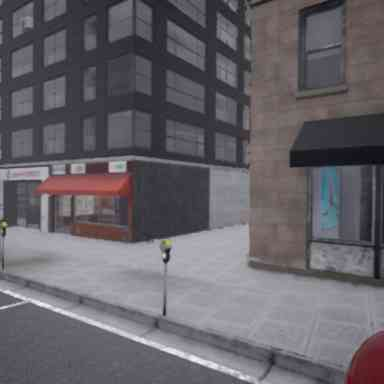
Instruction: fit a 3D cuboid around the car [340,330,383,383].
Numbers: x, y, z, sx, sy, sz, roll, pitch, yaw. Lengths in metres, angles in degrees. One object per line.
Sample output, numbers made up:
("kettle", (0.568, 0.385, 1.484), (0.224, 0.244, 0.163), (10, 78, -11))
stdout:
("car", (3.023, 1.319, 0.910), (5.009, 1.841, 2.192), (0, 1, 36))
